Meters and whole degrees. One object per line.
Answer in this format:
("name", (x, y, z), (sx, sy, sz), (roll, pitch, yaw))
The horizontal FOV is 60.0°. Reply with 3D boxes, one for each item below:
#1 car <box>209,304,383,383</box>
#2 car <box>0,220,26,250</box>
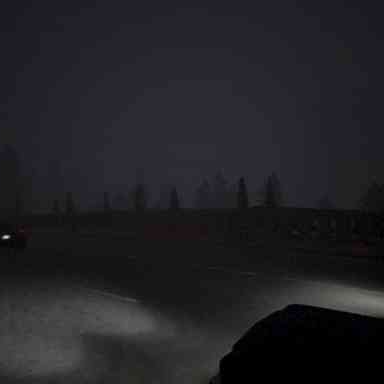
("car", (2.484, 1.612, 2.227), (4.718, 1.301, 1.895), (1, 1, 36))
("car", (-9.318, 1.957, 14.940), (4.181, 1.385, 1.994), (-4, -2, 35))
